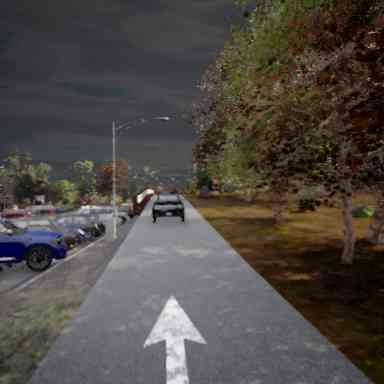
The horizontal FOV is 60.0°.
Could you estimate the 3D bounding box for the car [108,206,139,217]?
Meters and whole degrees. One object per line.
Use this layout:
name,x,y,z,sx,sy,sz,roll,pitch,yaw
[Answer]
car,-11.286,3.181,54.538,4.553,1.767,2.185,1,-2,-25

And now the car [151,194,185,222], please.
car,-1.458,0.865,20.414,2.128,1.511,4.902,-1,3,-5

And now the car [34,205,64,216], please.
car,-29.433,3.724,68.403,5.566,2.045,2.435,-1,-2,-25

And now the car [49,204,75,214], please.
car,-30.232,3.959,77.207,5.566,2.045,2.435,-1,-1,-25

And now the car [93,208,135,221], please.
car,-10.651,3.060,45.434,5.366,1.575,1.946,0,-1,-25

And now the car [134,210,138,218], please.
car,-10.259,2.732,42.501,5.566,2.045,2.435,0,-1,-25

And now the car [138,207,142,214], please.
car,-10.717,2.894,48.545,5.566,2.045,2.435,0,-2,-25

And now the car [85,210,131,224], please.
car,-9.983,2.904,39.501,4.892,1.521,2.231,0,-2,-25

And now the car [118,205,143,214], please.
car,-12.256,3.503,66.596,4.553,1.767,2.185,1,-1,-25

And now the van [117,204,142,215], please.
van,-11.927,3.323,63.634,4.442,1.987,1.878,0,-2,-25

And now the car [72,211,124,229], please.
car,-9.480,2.770,33.459,4.792,1.488,2.163,0,-1,-25

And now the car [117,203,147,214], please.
car,-12.565,3.456,69.581,5.566,2.045,2.435,0,-1,-25

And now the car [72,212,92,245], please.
car,-8.193,2.210,18.416,4.553,1.767,2.185,0,-2,-25

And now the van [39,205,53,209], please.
van,-29.055,3.595,62.438,4.442,1.987,1.878,-1,-1,-25

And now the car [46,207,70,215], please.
car,-29.937,4.161,74.298,4.792,1.488,2.163,-1,-2,-25

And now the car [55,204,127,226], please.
car,-9.221,2.408,30.455,5.566,2.045,2.435,0,-1,-25

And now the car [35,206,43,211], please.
car,-28.438,3.663,56.598,4.892,1.521,2.231,-1,-1,-25

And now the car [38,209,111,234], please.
car,-8.656,2.372,24.462,4.553,1.767,2.185,0,-1,-25

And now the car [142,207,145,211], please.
car,-11.765,3.469,60.564,4.892,1.521,2.231,0,-1,-25

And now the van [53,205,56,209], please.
van,-29.306,3.673,65.385,4.442,1.987,1.878,-1,-1,-25

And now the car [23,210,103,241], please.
car,-8.392,2.291,21.447,4.553,1.767,2.185,1,-1,-25

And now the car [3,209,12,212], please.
car,-27.406,3.374,44.821,4.792,1.488,2.163,-1,-2,-25

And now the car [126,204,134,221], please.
car,-9.683,2.570,36.503,5.566,2.045,2.435,0,-2,-25

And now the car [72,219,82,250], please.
car,-7.899,2.256,15.413,4.892,1.521,2.231,1,-1,-25

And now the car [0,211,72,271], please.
car,-7.629,1.923,12.429,5.566,2.045,2.435,0,-2,-25

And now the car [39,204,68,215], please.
car,-29.684,3.802,71.351,5.566,2.045,2.435,-1,-2,-25

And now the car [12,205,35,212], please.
car,-28.218,3.458,53.636,4.553,1.767,2.185,-1,-2,-25
